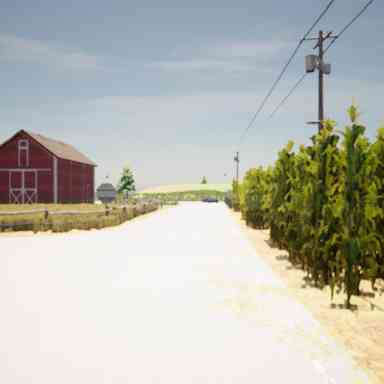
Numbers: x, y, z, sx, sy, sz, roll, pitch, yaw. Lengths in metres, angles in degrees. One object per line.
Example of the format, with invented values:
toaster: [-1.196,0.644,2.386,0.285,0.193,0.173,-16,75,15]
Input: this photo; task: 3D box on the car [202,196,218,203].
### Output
car: [3.629,1.530,66.363,1.994,1.385,4.181,0,0,-20]
